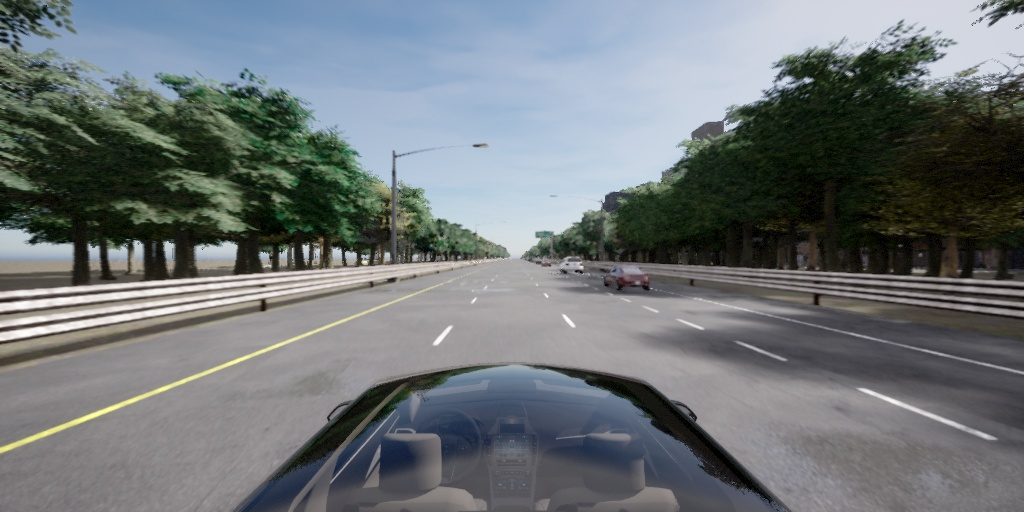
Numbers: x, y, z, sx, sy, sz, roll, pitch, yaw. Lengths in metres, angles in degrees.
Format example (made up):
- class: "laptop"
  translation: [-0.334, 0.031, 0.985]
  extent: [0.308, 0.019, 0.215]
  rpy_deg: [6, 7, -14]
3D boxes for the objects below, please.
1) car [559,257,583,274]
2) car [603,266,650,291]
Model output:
- class: "car"
  translation: [7.117, 1.122, 43.463]
  extent: [2.150, 2.045, 5.566]
  rpy_deg: [0, 0, 0]
- class: "car"
  translation: [7.034, 1.335, 22.305]
  extent: [1.812, 1.442, 4.674]
  rpy_deg: [0, 0, 0]
